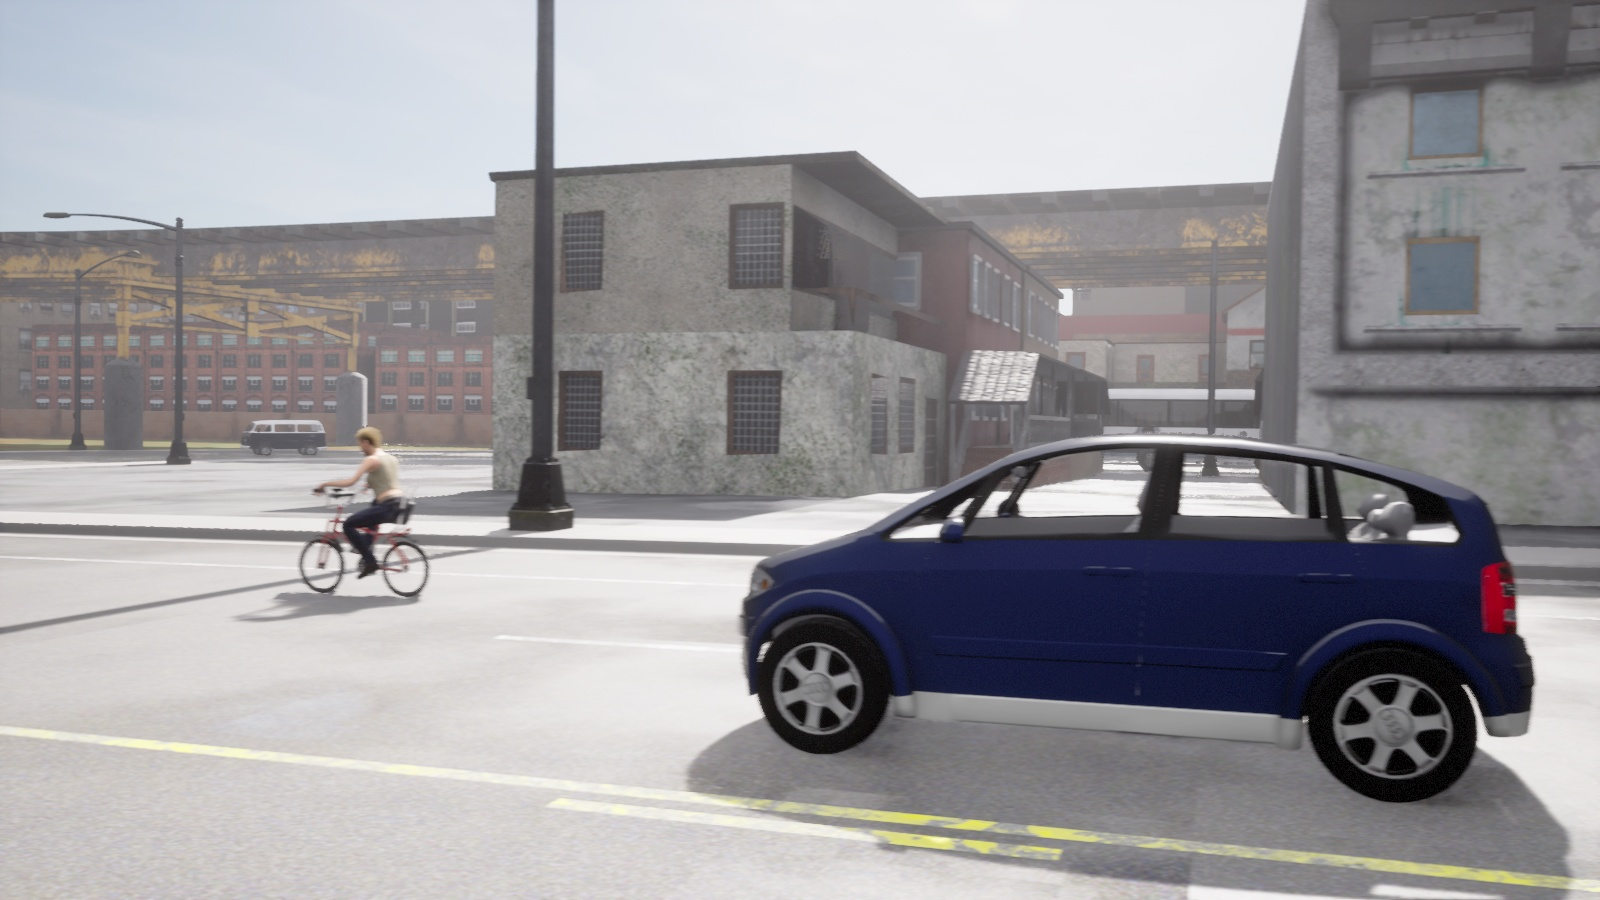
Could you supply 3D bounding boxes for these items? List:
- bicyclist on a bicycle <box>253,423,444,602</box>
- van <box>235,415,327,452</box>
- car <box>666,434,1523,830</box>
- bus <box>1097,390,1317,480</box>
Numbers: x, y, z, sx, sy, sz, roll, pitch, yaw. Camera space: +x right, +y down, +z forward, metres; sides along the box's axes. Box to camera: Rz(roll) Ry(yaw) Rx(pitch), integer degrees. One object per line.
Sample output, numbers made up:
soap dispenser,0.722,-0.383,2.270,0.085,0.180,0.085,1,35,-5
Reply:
bicyclist on a bicycle,-4.307,0.553,12.013,1.509,1.612,0.866,1,1,19
van,-29.530,-0.920,71.493,4.480,2.038,2.069,0,1,-35
car,1.385,0.707,6.420,3.705,1.549,1.789,1,1,19
bus,20.674,-0.824,64.180,10.273,4.253,3.944,2,1,19
